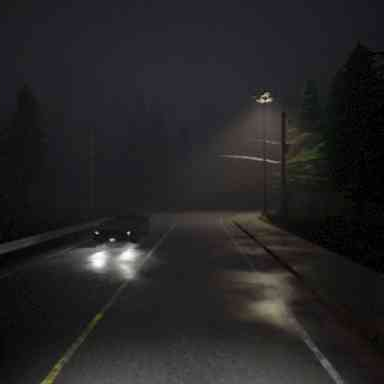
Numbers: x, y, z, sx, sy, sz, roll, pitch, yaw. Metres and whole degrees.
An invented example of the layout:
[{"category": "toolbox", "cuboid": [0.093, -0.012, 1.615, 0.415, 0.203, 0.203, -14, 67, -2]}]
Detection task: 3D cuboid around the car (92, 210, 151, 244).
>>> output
[{"category": "car", "cuboid": [-3.259, 1.636, 16.578, 2.033, 1.411, 5.357, 0, 0, 2]}]
